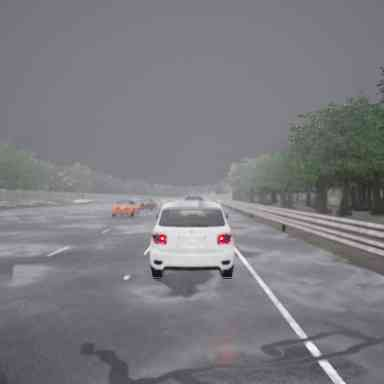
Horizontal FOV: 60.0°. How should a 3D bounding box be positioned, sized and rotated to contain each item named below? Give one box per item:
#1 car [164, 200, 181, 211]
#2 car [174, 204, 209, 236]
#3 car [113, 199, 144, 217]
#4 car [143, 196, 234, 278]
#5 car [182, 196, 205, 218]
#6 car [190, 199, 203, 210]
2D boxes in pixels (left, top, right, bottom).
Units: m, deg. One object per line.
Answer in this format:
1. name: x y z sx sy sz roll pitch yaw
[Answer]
1. car: -2.784 1.946 49.146 2.033 1.411 5.357 0 -1 2
2. car: 0.001 1.603 20.518 1.882 1.535 5.008 0 0 0
3. car: -6.749 1.615 34.658 2.097 1.767 4.553 0 -1 1
4. car: 0.002 1.276 10.447 2.150 2.045 5.566 0 0 0
5. car: 0.181 1.436 34.200 2.150 2.045 5.566 0 -1 1
6. car: 0.754 1.896 49.975 1.837 1.490 4.892 0 -2 2
